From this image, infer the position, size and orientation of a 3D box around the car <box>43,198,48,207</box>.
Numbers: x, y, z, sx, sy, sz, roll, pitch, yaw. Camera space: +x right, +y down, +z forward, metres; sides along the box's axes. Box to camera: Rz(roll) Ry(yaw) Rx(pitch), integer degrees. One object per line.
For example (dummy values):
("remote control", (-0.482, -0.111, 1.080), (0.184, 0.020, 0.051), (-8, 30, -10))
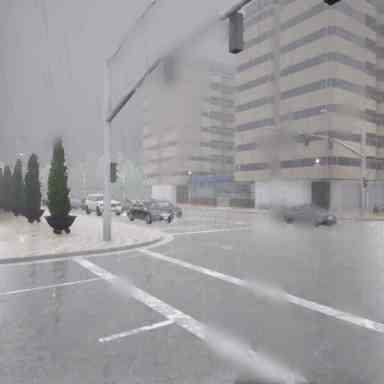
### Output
("car", (-21.567, 1.478, 51.156), (1.882, 1.535, 5.008), (0, 1, -34))

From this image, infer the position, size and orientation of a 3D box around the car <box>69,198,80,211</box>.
("car", (-14.723, 1.526, 41.237), (1.812, 1.442, 4.674), (0, 0, -35))

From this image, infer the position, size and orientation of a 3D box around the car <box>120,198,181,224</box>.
("car", (-3.197, 1.491, 24.737), (2.128, 1.511, 4.902), (0, 0, -35))

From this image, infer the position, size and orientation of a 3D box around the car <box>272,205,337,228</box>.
("car", (7.392, 1.564, 22.152), (1.994, 1.385, 4.181), (0, 0, -35))

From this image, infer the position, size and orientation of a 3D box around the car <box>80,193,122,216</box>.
("car", (-8.847, 1.222, 32.827), (2.150, 2.045, 5.566), (0, 0, -35))

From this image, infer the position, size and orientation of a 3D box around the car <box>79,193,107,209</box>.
("car", (-13.708, 1.221, 45.944), (2.150, 2.045, 5.566), (0, 0, -34))

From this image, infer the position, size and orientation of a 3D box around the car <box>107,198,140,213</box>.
("car", (-7.810, 1.505, 37.460), (1.837, 1.490, 4.892), (0, 0, -35))
